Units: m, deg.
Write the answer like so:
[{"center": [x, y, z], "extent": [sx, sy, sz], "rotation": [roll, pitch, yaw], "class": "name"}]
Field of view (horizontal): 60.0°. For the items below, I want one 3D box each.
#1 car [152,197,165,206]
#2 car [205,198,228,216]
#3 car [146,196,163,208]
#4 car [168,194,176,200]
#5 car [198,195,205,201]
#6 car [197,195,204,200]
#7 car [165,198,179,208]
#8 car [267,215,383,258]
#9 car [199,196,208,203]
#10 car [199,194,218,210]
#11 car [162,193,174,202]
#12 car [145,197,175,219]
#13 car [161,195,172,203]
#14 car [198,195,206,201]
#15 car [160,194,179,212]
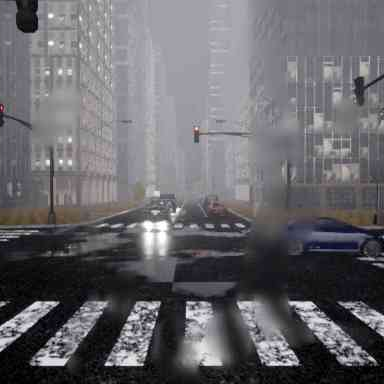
[{"center": [-5.426, 1.557, 54.182], "extent": [1.802, 1.307, 4.206], "rotation": [-1, 0, 0], "class": "car"}, {"center": [2.462, 1.569, 32.123], "extent": [1.802, 1.307, 4.206], "rotation": [-1, 0, 0], "class": "car"}, {"center": [-5.418, 1.418, 48.657], "extent": [1.967, 1.590, 4.097], "rotation": [-1, 0, 0], "class": "car"}, {"center": [-5.500, 1.383, 92.854], "extent": [1.967, 1.590, 4.097], "rotation": [-1, 0, 0], "class": "car"}, {"center": [2.391, 1.473, 87.539], "extent": [1.752, 1.417, 4.829], "rotation": [-1, 0, 0], "class": "car"}, {"center": [2.381, 1.488, 92.893], "extent": [1.887, 1.381, 4.507], "rotation": [-1, 0, 0], "class": "car"}, {"center": [-2.935, 1.578, 49.792], "extent": [1.895, 1.301, 4.718], "rotation": [0, 0, 0], "class": "car"}, {"center": [4.952, 1.577, 12.431], "extent": [4.181, 1.385, 1.994], "rotation": [1, 0, 0], "class": "car"}, {"center": [2.422, 1.507, 70.795], "extent": [1.887, 1.381, 4.507], "rotation": [-1, 0, 0], "class": "car"}, {"center": [2.459, 1.297, 43.172], "extent": [2.192, 1.841, 5.009], "rotation": [-1, 0, 0], "class": "car"}, {"center": [-5.471, 1.273, 76.280], "extent": [2.192, 1.841, 5.009], "rotation": [-1, 0, 0], "class": "car"}, {"center": [-2.908, 1.480, 28.788], "extent": [2.128, 1.511, 4.902], "rotation": [0, 0, 0], "class": "car"}, {"center": [-5.459, 1.402, 70.755], "extent": [1.967, 1.590, 4.097], "rotation": [-1, 0, 0], "class": "car"}, {"center": [2.402, 1.535, 81.844], "extent": [1.802, 1.307, 4.206], "rotation": [-1, 0, 0], "class": "car"}, {"center": [-2.922, 1.206, 39.406], "extent": [2.150, 2.045, 5.566], "rotation": [0, 0, 0], "class": "car"}]
